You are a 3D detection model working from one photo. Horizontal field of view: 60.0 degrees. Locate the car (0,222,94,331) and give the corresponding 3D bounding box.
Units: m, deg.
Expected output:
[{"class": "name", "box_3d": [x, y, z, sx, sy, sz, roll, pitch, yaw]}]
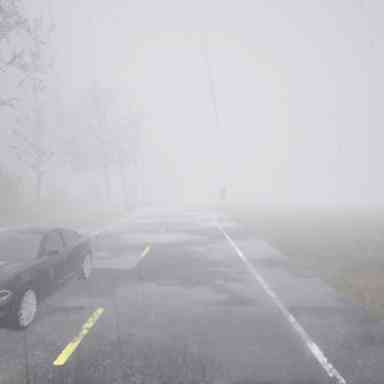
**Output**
[{"class": "car", "box_3d": [-3.597, 1.475, 7.046, 1.882, 1.535, 5.008, 0, 0, 0]}]
